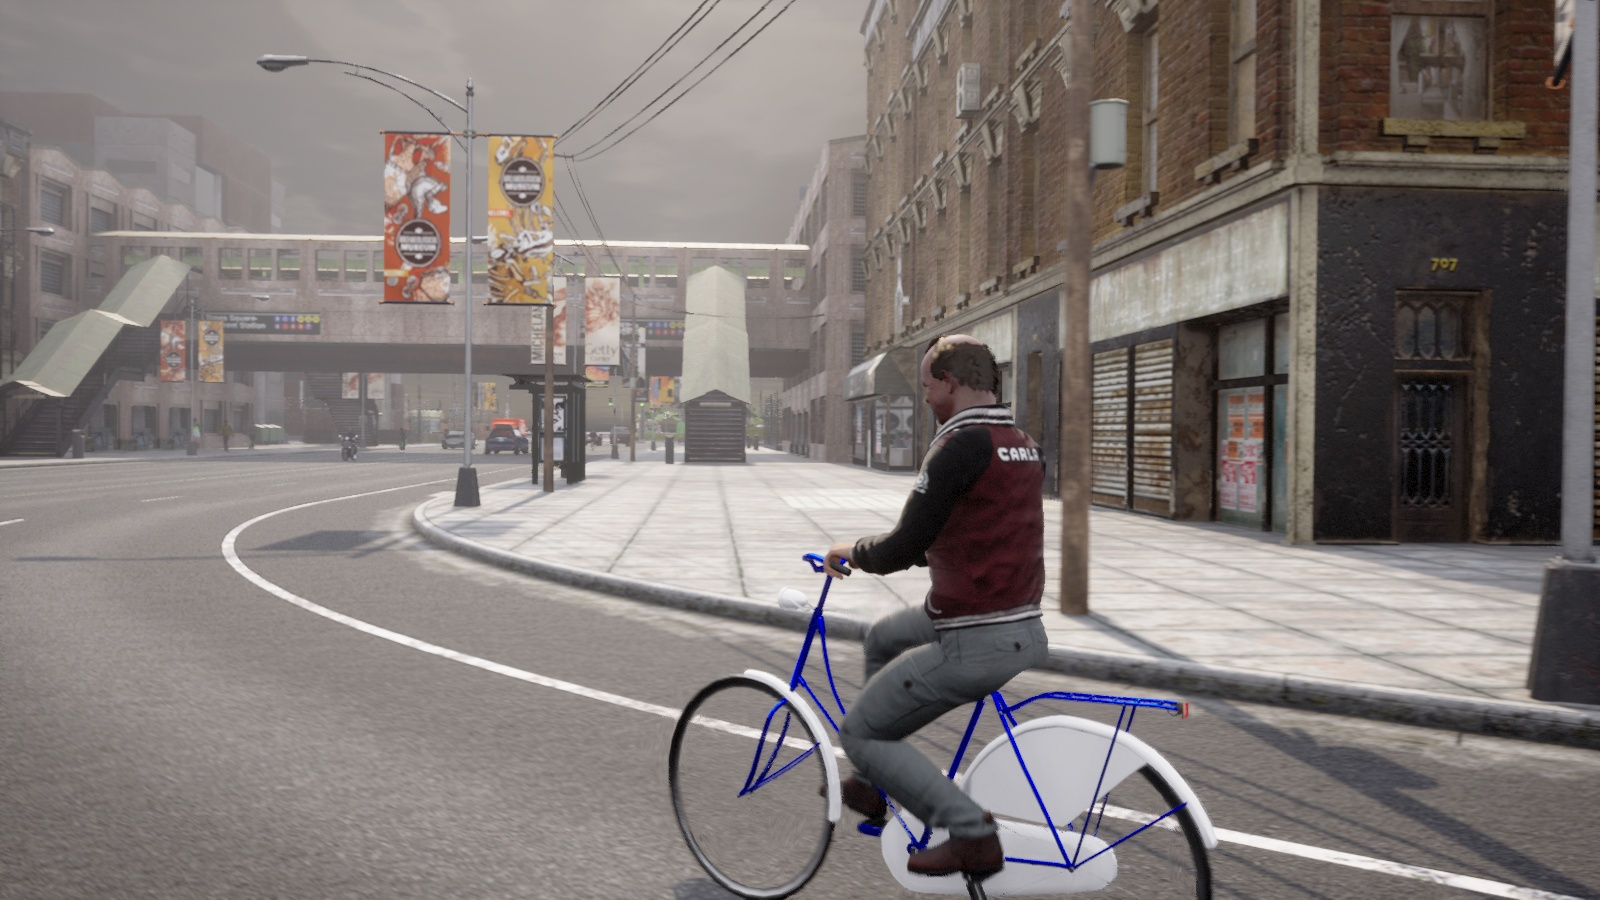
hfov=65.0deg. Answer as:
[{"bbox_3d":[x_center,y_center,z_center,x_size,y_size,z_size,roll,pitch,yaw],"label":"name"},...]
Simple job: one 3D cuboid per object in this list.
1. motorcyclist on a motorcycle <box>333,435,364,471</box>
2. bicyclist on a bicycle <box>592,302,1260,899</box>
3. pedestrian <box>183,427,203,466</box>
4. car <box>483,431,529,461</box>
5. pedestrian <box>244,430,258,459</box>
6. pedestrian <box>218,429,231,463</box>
[{"bbox_3d":[-20.627,0.121,57.408,0.866,1.590,1.817,-1,1,-4],"label":"motorcyclist on a motorcycle"},{"bbox_3d":[0.281,0.553,3.619,1.843,1.776,0.659,0,1,38],"label":"bicyclist on a bicycle"},{"bbox_3d":[-31.262,-0.179,64.720,0.659,1.952,0.873,-1,1,-6],"label":"pedestrian"},{"bbox_3d":[-18.563,-0.276,79.447,2.097,1.767,4.553,-1,1,-3],"label":"car"},{"bbox_3d":[-35.001,-0.345,80.067,0.540,1.848,0.694,-1,1,-3],"label":"pedestrian"},{"bbox_3d":[-31.148,-0.223,68.025,0.431,1.840,0.709,-1,1,-8],"label":"pedestrian"}]
